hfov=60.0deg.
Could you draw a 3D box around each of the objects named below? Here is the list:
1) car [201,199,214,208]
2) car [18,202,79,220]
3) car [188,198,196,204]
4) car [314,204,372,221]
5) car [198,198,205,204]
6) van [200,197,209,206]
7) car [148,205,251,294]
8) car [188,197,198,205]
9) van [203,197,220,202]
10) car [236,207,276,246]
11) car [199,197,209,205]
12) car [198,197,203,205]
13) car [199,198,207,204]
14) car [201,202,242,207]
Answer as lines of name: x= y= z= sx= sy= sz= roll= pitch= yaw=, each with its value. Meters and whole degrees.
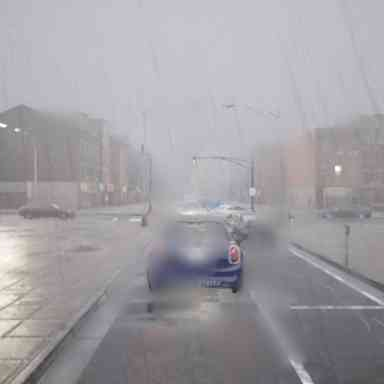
car: x=2.612 y=1.955 z=58.057 sx=2.008 sy=1.369 sz=4.403 roll=-1 pitch=-1 yaw=0
car: x=-11.722 y=1.534 z=27.279 sx=4.674 sy=1.442 sz=1.812 roll=1 pitch=1 yaw=2
car: x=-0.013 y=2.236 z=83.031 sx=2.128 sy=1.511 sz=4.902 roll=0 pitch=-1 yaw=0
car: x=13.670 y=1.807 z=30.184 sx=4.902 sy=1.511 sz=2.128 roll=1 pitch=1 yaw=0
car: x=2.605 y=2.389 z=89.796 sx=1.802 sy=1.307 sz=4.206 roll=-2 pitch=-1 yaw=0
van: x=2.605 y=1.866 z=68.640 sx=1.690 sy=1.788 sz=3.998 roll=-1 pitch=-1 yaw=0
car: x=0.096 y=1.385 z=9.025 sx=2.097 sy=1.767 sz=4.553 roll=0 pitch=0 yaw=0
car: x=-0.009 y=2.174 z=73.065 sx=1.895 sy=1.301 sz=4.718 roll=0 pitch=-1 yaw=0
van: x=2.612 y=1.592 z=42.189 sx=1.690 sy=1.788 sz=3.998 roll=-1 pitch=-1 yaw=0
car: x=2.624 y=1.614 z=15.229 sx=2.008 sy=1.369 sz=4.403 roll=-1 pitch=0 yaw=0
car: x=2.605 y=2.030 z=73.928 sx=1.967 sy=1.590 sz=4.097 roll=-1 pitch=-1 yaw=0
car: x=2.609 y=1.664 z=52.771 sx=2.192 sy=1.841 sz=5.009 roll=-1 pitch=-1 yaw=0
car: x=2.607 y=2.204 z=79.217 sx=1.887 sy=1.381 sz=4.507 roll=-1 pitch=-1 yaw=0
car: x=3.169 y=1.710 z=25.577 sx=4.674 sy=1.442 sz=1.812 roll=1 pitch=-2 yaw=-41
